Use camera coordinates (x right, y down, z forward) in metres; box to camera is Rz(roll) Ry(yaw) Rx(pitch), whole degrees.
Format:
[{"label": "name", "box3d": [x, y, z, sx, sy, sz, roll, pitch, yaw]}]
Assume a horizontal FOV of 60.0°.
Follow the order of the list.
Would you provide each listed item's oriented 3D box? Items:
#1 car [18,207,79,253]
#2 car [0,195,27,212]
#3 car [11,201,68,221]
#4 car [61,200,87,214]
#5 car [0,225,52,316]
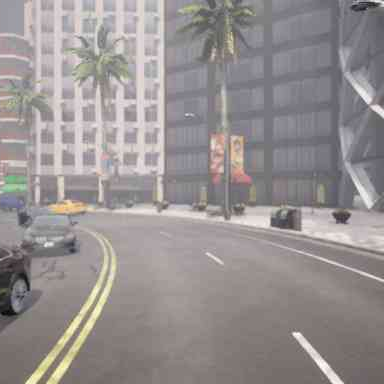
[{"label": "car", "box3d": [-5.765, 1.576, 13.742, 1.812, 1.442, 4.674, 0, 0, -20]}, {"label": "car", "box3d": [-22.938, 1.385, 41.117, 5.566, 2.045, 2.150, 0, 0, 24]}, {"label": "car", "box3d": [-10.456, 1.576, 22.536, 2.128, 1.511, 4.902, 0, 0, -38]}, {"label": "car", "box3d": [-13.174, 1.602, 35.290, 5.008, 1.535, 1.882, 0, 0, 37]}, {"label": "car", "box3d": [-3.990, 1.514, 4.704, 2.128, 1.511, 4.902, 0, 0, -4]}]
